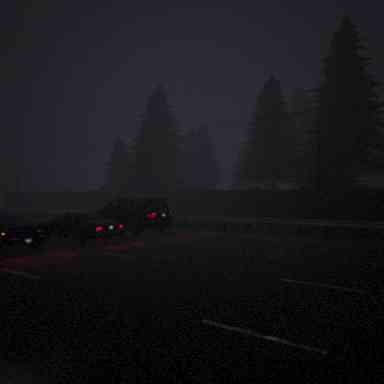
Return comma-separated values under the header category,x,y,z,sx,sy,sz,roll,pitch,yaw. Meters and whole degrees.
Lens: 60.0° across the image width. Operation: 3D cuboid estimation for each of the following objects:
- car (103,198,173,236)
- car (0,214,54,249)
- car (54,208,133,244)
category,x,y,z,sx,sy,sz,roll,pitch,yaw
car,-3.697,1.346,19.402,5.566,2.045,2.150,0,0,35
car,-8.058,1.659,13.919,4.674,1.442,1.812,0,0,36
car,-5.705,1.677,16.535,5.357,1.411,2.033,-1,0,36
